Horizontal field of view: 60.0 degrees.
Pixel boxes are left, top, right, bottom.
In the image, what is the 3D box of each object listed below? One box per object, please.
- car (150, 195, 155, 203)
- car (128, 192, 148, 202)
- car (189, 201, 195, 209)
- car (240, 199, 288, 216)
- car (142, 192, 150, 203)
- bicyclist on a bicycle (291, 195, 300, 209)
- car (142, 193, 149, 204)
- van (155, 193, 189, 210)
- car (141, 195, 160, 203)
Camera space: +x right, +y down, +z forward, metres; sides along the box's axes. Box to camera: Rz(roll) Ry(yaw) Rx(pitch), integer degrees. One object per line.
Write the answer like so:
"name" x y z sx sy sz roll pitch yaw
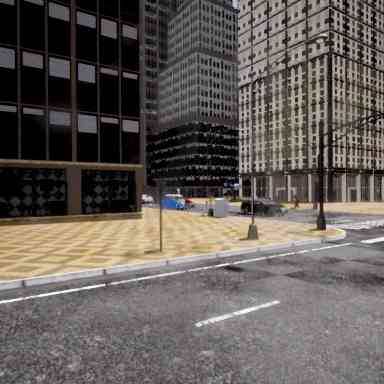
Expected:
"car" -4.746 1.032 57.956 2.192 1.841 5.009 0 0 -34
"car" -10.940 0.979 67.143 2.192 1.841 5.009 0 0 -34
"car" -1.433 1.361 42.680 1.812 1.442 4.674 -1 1 -34
"car" 6.581 1.396 30.794 2.128 1.511 4.902 -1 0 -34
"car" -8.568 1.250 58.986 1.812 1.442 4.674 -1 1 -34
"bicyclist on a bicycle" 11.982 1.114 38.402 1.656 1.620 0.582 -1 1 -34
"car" -9.280 1.332 54.431 1.994 1.385 4.181 -1 0 -33
"van" -2.405 1.208 39.494 1.690 1.788 3.998 0 0 -34
"car" -7.843 1.235 62.550 1.887 1.381 4.507 0 0 -34
